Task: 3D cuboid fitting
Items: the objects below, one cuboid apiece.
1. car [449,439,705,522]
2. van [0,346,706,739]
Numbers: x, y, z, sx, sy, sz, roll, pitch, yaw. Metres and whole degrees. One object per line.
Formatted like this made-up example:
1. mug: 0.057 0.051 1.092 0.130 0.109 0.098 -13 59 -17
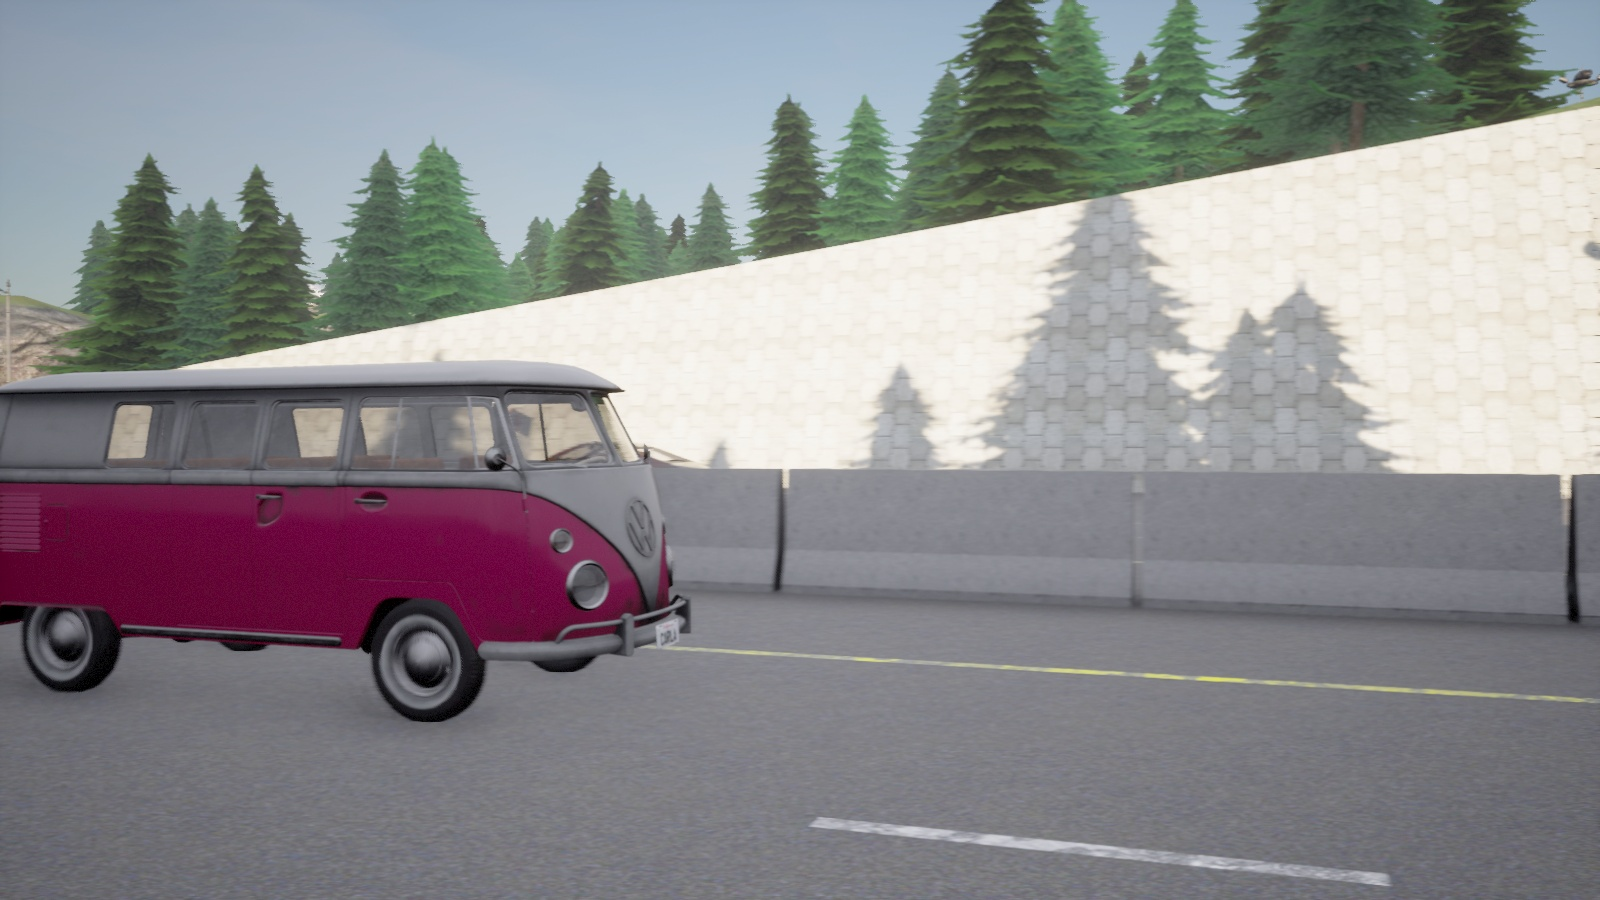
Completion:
1. car: -4.064 0.503 23.024 4.181 1.385 1.994 1 1 19
2. van: -2.988 0.440 7.887 4.442 1.987 1.775 0 1 19
